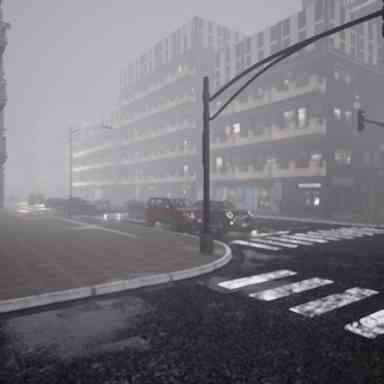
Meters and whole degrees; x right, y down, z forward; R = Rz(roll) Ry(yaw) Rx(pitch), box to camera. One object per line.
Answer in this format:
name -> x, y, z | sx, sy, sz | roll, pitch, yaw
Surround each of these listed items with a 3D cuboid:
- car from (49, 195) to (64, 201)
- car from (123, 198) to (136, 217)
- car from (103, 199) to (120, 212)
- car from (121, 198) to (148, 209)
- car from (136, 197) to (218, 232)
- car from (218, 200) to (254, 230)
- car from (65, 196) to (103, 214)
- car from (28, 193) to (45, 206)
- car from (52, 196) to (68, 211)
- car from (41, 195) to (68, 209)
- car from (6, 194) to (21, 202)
car -> -30.761, 1.329, 75.430 | 2.008, 1.369, 4.403 | 0, 0, -36
car -> -3.870, 1.436, 28.317 | 2.033, 1.411, 5.357 | 0, 0, -36
car -> -9.508, 1.463, 36.137 | 1.895, 1.301, 4.718 | 0, 0, -36
car -> -7.539, 1.416, 43.293 | 1.802, 1.307, 4.206 | 0, 0, -36
car -> -1.060, 1.236, 20.017 | 2.192, 1.841, 5.009 | 0, 0, -36
car -> 1.695, 1.270, 20.543 | 2.097, 1.767, 4.553 | 0, 0, -34
car -> -11.013, 1.416, 33.792 | 1.887, 1.381, 4.507 | 0, 0, -36
car -> -24.284, 1.134, 52.157 | 2.192, 1.841, 5.009 | 0, 0, -36
car -> -14.331, 1.423, 38.384 | 1.947, 1.339, 4.313 | 0, 0, -36
car -> -17.649, 1.408, 42.977 | 1.947, 1.339, 4.313 | 0, 0, -36
car -> -37.554, 1.384, 70.523 | 1.802, 1.307, 4.206 | 0, 0, -36
